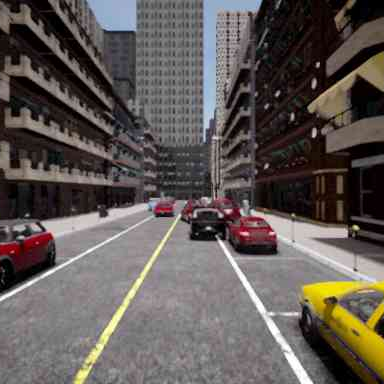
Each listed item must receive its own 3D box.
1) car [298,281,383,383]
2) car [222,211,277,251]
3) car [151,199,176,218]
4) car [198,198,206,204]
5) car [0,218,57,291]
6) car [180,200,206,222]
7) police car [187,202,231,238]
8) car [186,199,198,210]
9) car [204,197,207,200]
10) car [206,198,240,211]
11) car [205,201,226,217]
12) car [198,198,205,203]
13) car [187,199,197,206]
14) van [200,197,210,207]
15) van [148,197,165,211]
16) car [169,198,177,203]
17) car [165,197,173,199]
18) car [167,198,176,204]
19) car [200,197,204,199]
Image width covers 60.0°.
[{"bbox_3d":[2.555,1.561,3.658,1.752,1.417,4.829,-1,-1,0],"label":"car"},{"bbox_3d":[2.554,1.719,14.585,1.802,1.307,4.206,-1,-1,0],"label":"car"},{"bbox_3d":[-2.853,1.803,34.916,1.882,1.535,5.008,0,-1,0],"label":"car"},{"bbox_3d":[2.541,2.341,86.719,1.887,1.381,4.507,-1,-1,0],"label":"car"},{"bbox_3d":[-5.327,1.526,9.015,1.967,1.590,4.097,-1,-1,0],"label":"car"},{"bbox_3d":[0.219,1.745,28.625,1.882,1.535,5.008,0,-1,-11],"label":"car"},{"bbox_3d":[0.821,1.603,18.938,1.930,1.638,5.238,0,-1,0],"label":"police car"},{"bbox_3d":[-0.010,1.978,53.971,1.882,1.535,5.008,0,-1,0],"label":"car"},{"bbox_3d":[2.548,1.606,31.233,2.192,1.841,5.009,-1,-1,0],"label":"car"},{"bbox_3d":[2.548,1.555,25.684,2.192,1.841,5.009,-1,-1,0],"label":"car"},{"bbox_3d":[2.548,1.783,36.781,1.967,1.590,4.097,-1,-1,0],"label":"car"},{"bbox_3d":[2.539,2.372,92.439,1.752,1.417,4.829,-1,-1,0],"label":"car"},{"bbox_3d":[-0.013,2.182,68.511,1.994,1.385,4.181,0,-1,0],"label":"car"},{"bbox_3d":[2.542,1.937,64.526,1.690,1.788,3.998,-1,-1,0],"label":"van"},{"bbox_3d":[-5.335,1.786,47.859,1.690,1.788,3.998,-1,-1,0],"label":"van"},{"bbox_3d":[-5.341,2.390,92.248,1.887,1.381,4.507,-1,-1,0],"label":"car"},{"bbox_3d":[-5.337,2.036,64.504,1.967,1.590,4.097,-1,-1,0],"label":"car"},{"bbox_3d":[-5.339,2.362,86.699,1.947,1.339,4.313,-1,-1,0],"label":"car"},{"bbox_3d":[2.545,1.935,53.427,1.967,1.590,4.097,-1,-1,0],"label":"car"}]
